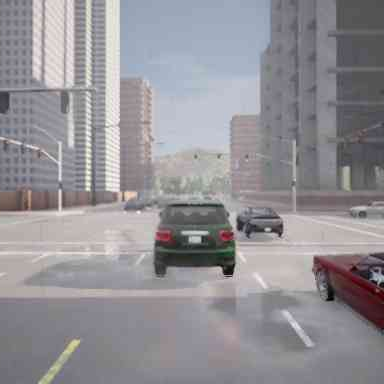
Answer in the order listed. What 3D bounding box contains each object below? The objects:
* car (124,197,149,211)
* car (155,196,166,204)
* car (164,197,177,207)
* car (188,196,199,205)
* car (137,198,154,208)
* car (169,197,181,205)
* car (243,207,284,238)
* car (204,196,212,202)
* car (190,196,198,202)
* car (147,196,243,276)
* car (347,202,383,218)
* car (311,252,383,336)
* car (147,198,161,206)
[{"bbox_3d":[-7.273,1.463,42.640,2.097,1.767,4.553,0,0,1],"label":"car"},{"bbox_3d":[-6.750,1.683,71.200,1.837,1.490,4.892,0,0,1],"label":"car"},{"bbox_3d":[-3.545,1.652,56.276,1.837,1.490,4.892,0,0,1],"label":"car"},{"bbox_3d":[0.266,1.663,65.802,2.128,1.511,4.902,0,0,1],"label":"car"},{"bbox_3d":[-7.143,1.639,51.540,1.837,1.490,4.892,0,0,1],"label":"car"},{"bbox_3d":[-3.331,1.736,66.040,1.994,1.385,4.181,0,0,1],"label":"car"},{"bbox_3d":[3.528,1.540,17.956,2.128,1.511,4.902,0,0,0],"label":"car"},{"bbox_3d":[3.962,1.721,84.508,1.837,1.490,4.892,0,0,1],"label":"car"},{"bbox_3d":[0.463,1.816,84.592,1.895,1.301,4.718,0,0,1],"label":"car"},{"bbox_3d":[0.068,1.247,10.602,2.150,2.045,5.566,0,0,0],"label":"car"},{"bbox_3d":[16.624,1.605,30.204,4.674,1.442,1.812,0,0,0],"label":"car"},{"bbox_3d":[3.599,1.615,5.371,1.895,1.301,4.718,0,0,0],"label":"car"},{"bbox_3d":[-6.941,1.760,60.880,1.895,1.301,4.718,0,0,1],"label":"car"}]
